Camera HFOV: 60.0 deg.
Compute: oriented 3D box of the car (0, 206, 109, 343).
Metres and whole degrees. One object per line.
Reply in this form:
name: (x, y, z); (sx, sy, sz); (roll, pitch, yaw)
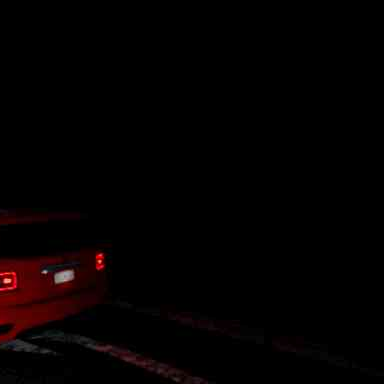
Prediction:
car: (-3.966, 1.299, 6.203); (5.566, 2.045, 2.150); (-1, 0, 35)
